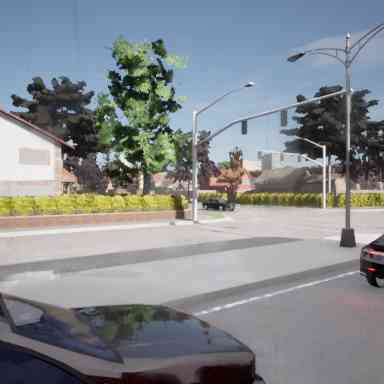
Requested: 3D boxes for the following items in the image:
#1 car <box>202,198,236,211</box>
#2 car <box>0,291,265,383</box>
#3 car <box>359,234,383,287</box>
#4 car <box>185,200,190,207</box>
[{"bbox_3d":[3.196,1.505,40.086,1.837,1.490,4.892,0,0,-36],"label":"car"},{"bbox_3d":[-1.921,1.547,2.379,5.357,1.411,2.033,0,0,-35],"label":"car"},{"bbox_3d":[5.998,1.492,8.063,4.902,1.511,2.128,0,0,-35],"label":"car"},{"bbox_3d":[-2.194,1.352,47.502,2.097,1.767,4.553,0,0,-36],"label":"car"}]
